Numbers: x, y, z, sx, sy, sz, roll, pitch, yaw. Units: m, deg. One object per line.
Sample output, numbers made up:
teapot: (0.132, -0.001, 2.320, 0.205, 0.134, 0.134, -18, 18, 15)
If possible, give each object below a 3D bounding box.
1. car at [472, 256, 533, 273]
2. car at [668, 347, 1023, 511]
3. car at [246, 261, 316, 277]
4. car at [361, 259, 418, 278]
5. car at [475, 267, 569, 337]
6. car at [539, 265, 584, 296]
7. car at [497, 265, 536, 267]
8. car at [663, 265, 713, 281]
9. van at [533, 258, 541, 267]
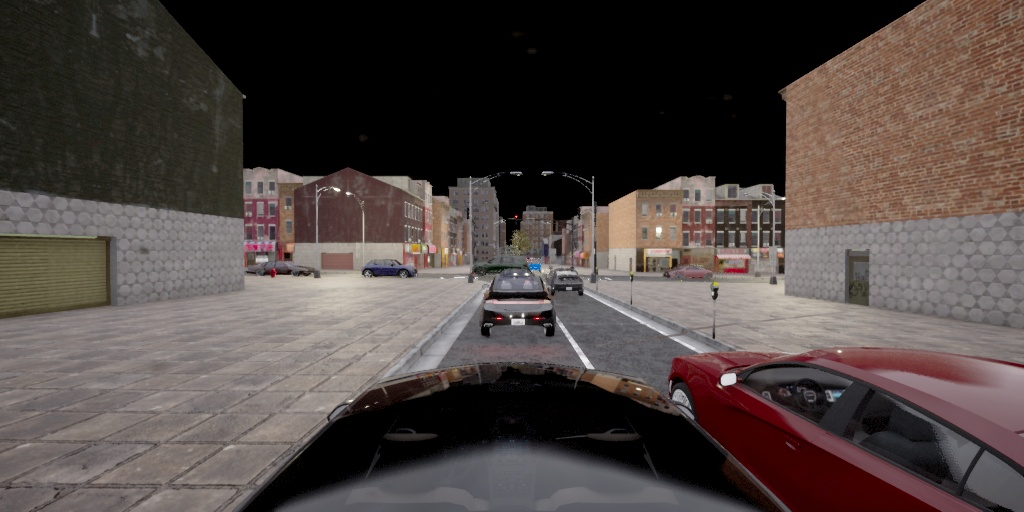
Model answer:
car: (-1.091, 1.006, 34.246, 5.566, 2.045, 2.150, 1, 1, 1)
car: (2.637, 1.295, 2.364, 1.888, 1.381, 4.507, 0, 0, 0)
car: (-20.145, 1.109, 31.429, 5.357, 1.411, 2.033, 1, 1, 0)
car: (-10.593, 1.042, 31.366, 4.553, 1.767, 2.097, 1, 1, 0)
car: (0.147, 1.244, 10.331, 2.128, 1.511, 4.902, 0, 0, 0)
car: (2.734, 1.318, 19.239, 2.007, 1.370, 4.403, 0, 0, 0)
car: (0.230, 1.371, 20.374, 1.895, 1.301, 4.718, 0, 0, 1)
car: (16.695, 1.576, 34.113, 4.181, 1.385, 1.994, 1, 1, 0)
van: (2.887, 1.215, 46.194, 1.690, 1.789, 3.998, 0, 0, 0)
